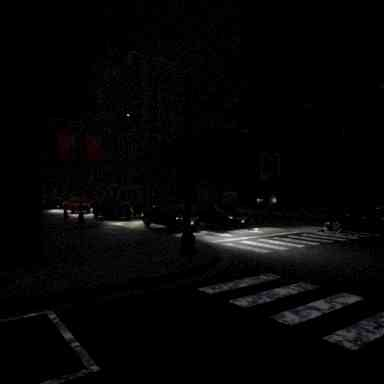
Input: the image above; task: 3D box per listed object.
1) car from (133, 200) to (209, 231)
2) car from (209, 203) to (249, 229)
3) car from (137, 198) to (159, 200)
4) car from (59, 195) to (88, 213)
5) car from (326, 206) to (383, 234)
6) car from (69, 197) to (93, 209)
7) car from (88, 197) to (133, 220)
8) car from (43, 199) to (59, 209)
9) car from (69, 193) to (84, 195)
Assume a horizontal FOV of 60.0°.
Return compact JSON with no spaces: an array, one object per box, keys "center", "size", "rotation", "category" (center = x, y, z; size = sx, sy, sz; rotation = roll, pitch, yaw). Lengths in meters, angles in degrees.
[{"center":[-1.434,1.469,20.704],"size":[2.128,1.511,4.902],"rotation":[0,0,-36],"category":"car"},{"center":[1.663,1.500,21.995],"size":[1.812,1.442,4.674],"rotation":[0,0,-37],"category":"car"},{"center":[-3.578,1.313,29.243],"size":[2.097,1.767,4.553],"rotation":[0,0,-36],"category":"car"},{"center":[-12.623,1.427,36.249],"size":[1.882,1.535,5.008],"rotation":[0,0,-35],"category":"car"},{"center":[9.370,1.495,17.175],"size":[1.837,1.490,4.892],"rotation":[0,0,-36],"category":"car"},{"center":[-15.260,1.457,45.541],"size":[1.812,1.442,4.674],"rotation":[0,0,-35],"category":"car"},{"center":[-6.851,1.441,28.227],"size":[1.882,1.535,5.008],"rotation":[0,0,-36],"category":"car"},{"center":[-18.382,1.536,44.322],"size":[1.895,1.301,4.718],"rotation":[0,0,-35],"category":"car"},{"center":[-20.573,1.128,58.734],"size":[2.150,2.045,5.566],"rotation":[0,0,-36],"category":"car"}]
